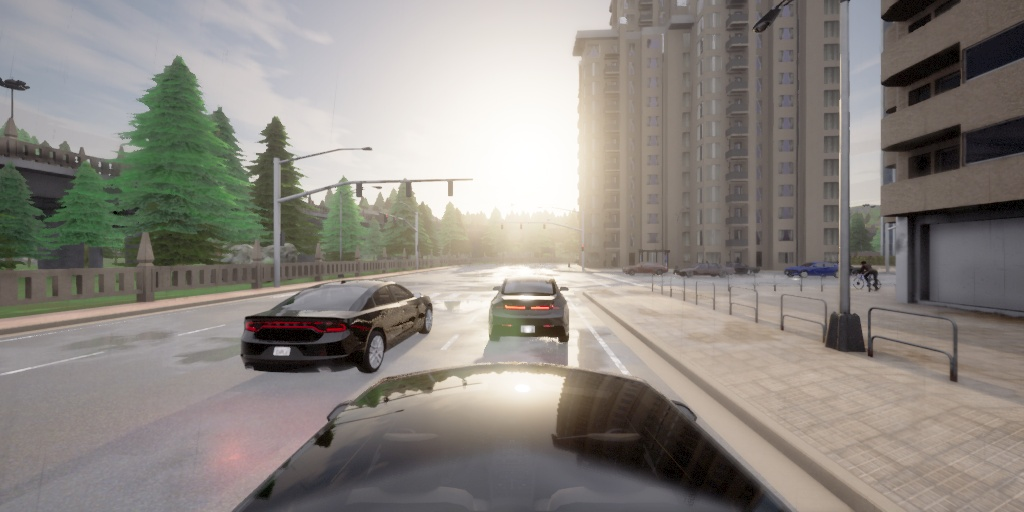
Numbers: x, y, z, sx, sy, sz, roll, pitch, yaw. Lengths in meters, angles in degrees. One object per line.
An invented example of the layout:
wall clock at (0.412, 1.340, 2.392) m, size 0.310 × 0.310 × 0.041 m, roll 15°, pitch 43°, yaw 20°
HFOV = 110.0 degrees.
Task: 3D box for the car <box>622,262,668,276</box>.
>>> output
car at (14.165, 1.328, 38.256) m, size 4.674 × 1.442 × 1.812 m, roll 0°, pitch 0°, yaw 4°

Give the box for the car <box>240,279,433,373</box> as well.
car at (-3.161, 1.227, 7.662) m, size 1.882 × 1.535 × 5.008 m, roll 0°, pitch 0°, yaw 4°

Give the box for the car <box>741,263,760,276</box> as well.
car at (23.221, 1.403, 37.811) m, size 4.718 × 1.301 × 1.895 m, roll 0°, pitch 0°, yaw 3°

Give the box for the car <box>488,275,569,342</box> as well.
car at (0.494, 1.254, 9.781) m, size 1.837 × 1.490 × 4.892 m, roll 0°, pitch 0°, yaw 4°

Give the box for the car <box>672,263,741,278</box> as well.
car at (18.477, 1.350, 34.541) m, size 5.357 × 1.411 × 2.033 m, roll 0°, pitch 0°, yaw 3°

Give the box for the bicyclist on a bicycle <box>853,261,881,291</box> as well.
bicyclist on a bicycle at (19.757, 1.105, 19.981) m, size 0.582 × 1.620 × 1.656 m, roll 0°, pitch 0°, yaw 3°

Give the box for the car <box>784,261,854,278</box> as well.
car at (28.723, 1.280, 34.026) m, size 5.008 × 1.535 × 1.882 m, roll 0°, pitch 0°, yaw 3°

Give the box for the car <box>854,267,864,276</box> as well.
car at (33.370, 1.403, 37.281) m, size 4.718 × 1.301 × 1.895 m, roll 0°, pitch 0°, yaw 3°
